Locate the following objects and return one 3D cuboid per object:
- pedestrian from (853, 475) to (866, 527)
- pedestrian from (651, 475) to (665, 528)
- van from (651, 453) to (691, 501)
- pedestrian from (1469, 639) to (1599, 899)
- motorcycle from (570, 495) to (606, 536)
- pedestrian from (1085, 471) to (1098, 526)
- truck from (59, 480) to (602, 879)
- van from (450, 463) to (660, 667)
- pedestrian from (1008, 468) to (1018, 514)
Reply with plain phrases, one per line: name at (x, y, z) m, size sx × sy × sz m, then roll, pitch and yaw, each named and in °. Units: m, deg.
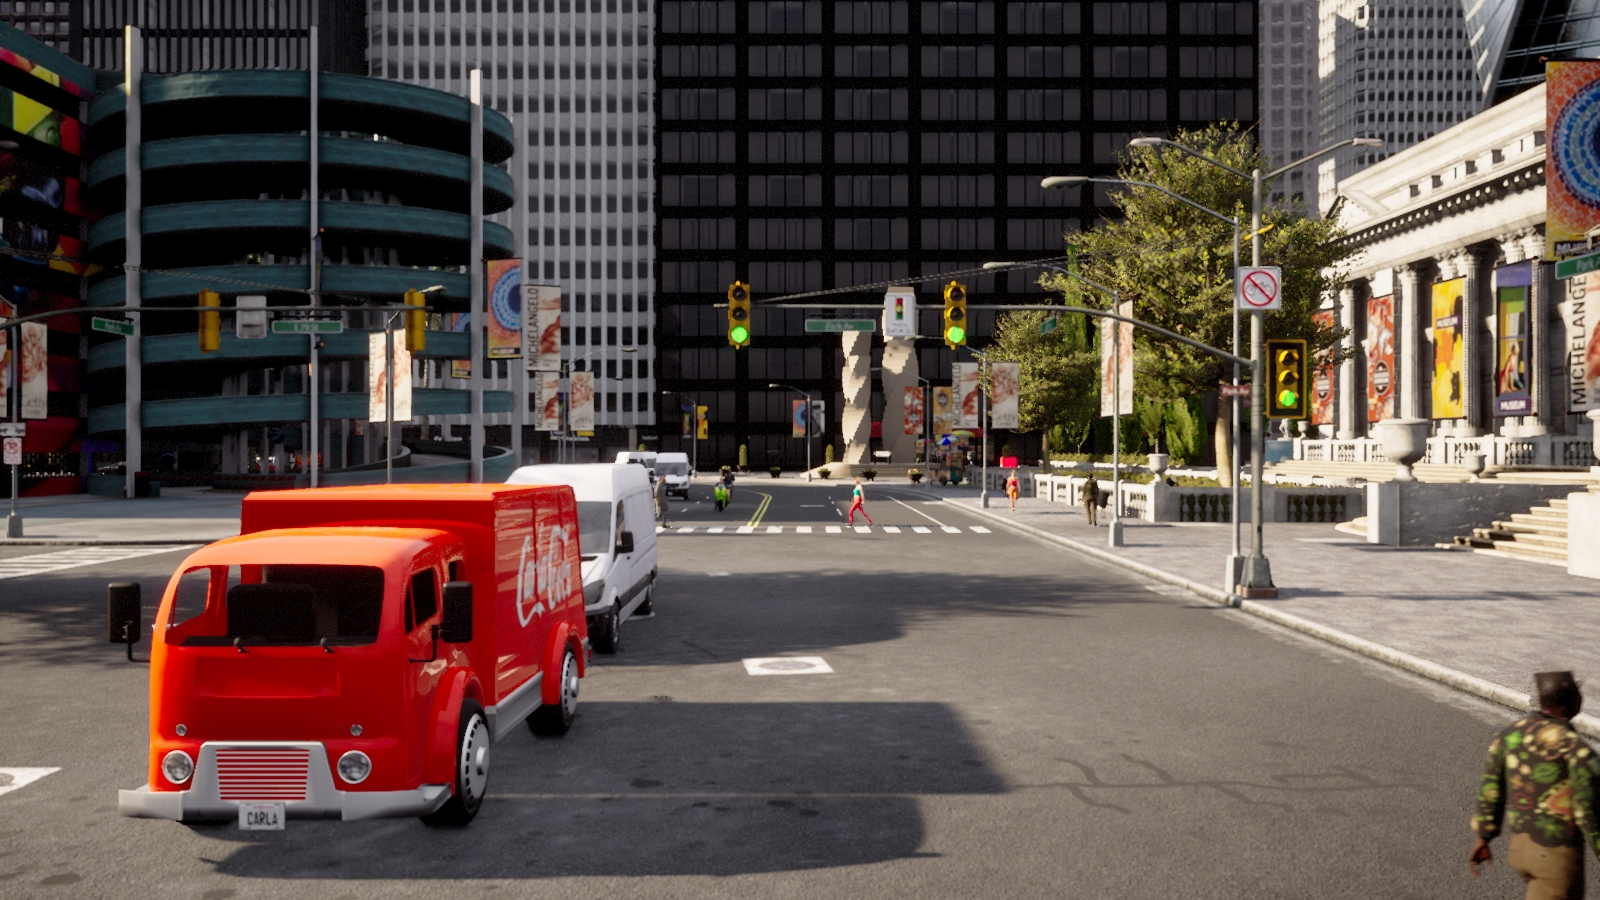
pedestrian at (2.110, 1.806, 40.608) m, size 0.375 × 1.860 × 0.375 m, roll 0°, pitch 0°, yaw -9°
pedestrian at (-4.970, 1.806, 40.069) m, size 0.375 × 1.860 × 0.375 m, roll 0°, pitch 0°, yaw 10°
van at (-7.213, 1.467, 64.430) m, size 1.988 × 2.561 × 5.915 m, roll 0°, pitch 0°, yaw -4°
pedestrian at (3.410, 1.843, 5.300) m, size 0.375 × 1.860 × 0.375 m, roll 0°, pitch 0°, yaw -11°
motorcycle at (-6.931, 2.143, 37.397) m, size 0.856 × 1.236 × 1.805 m, roll 0°, pitch 0°, yaw 0°
pedestrian at (9.912, 1.655, 38.888) m, size 0.375 × 1.860 × 0.375 m, roll 0°, pitch 0°, yaw 4°
truck at (-3.498, 1.559, 10.025) m, size 2.627 × 2.467 × 5.204 m, roll 0°, pitch 0°, yaw 0°
van at (-3.511, 1.516, 17.646) m, size 1.988 × 2.561 × 5.915 m, roll 0°, pitch 0°, yaw 0°
pedestrian at (8.604, 1.647, 46.172) m, size 0.375 × 1.860 × 0.375 m, roll 0°, pitch 0°, yaw 7°
